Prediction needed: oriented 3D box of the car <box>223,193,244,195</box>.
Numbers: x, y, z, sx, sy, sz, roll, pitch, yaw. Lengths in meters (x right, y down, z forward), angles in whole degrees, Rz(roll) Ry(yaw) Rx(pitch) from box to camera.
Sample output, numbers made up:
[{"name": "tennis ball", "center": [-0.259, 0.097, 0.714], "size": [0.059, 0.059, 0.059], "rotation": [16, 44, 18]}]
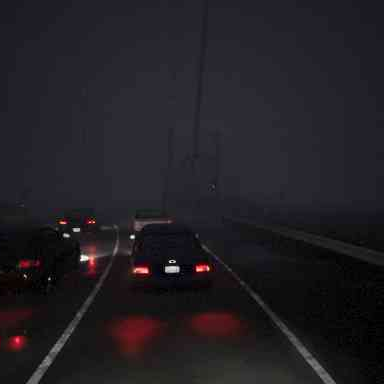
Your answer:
[{"name": "car", "center": [7.087, 1.221, 61.026], "size": [5.566, 2.045, 2.150], "rotation": [0, 0, -19]}]

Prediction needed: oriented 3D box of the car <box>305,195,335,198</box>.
[{"name": "car", "center": [26.155, 1.478, 67.913], "size": [5.008, 1.535, 1.882], "rotation": [0, 0, -22]}]

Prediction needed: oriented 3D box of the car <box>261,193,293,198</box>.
[{"name": "car", "center": [16.849, 1.221, 64.503], "size": [5.566, 2.045, 2.150], "rotation": [0, 0, -19]}]

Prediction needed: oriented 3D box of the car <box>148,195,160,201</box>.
[{"name": "car", "center": [-6.911, 1.352, 67.119], "size": [4.553, 1.767, 2.097], "rotation": [0, 0, -20]}]

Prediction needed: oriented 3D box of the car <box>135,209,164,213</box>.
[{"name": "car", "center": [-2.371, 1.601, 18.437], "size": [1.895, 1.301, 4.718], "rotation": [0, 0, -12]}]

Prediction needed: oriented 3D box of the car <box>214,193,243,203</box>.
[{"name": "car", "center": [7.523, 1.221, 68.544], "size": [5.566, 2.045, 2.150], "rotation": [0, 0, -20]}]

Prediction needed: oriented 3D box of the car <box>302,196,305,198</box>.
[{"name": "car", "center": [26.534, 1.540, 75.770], "size": [5.357, 1.411, 2.033], "rotation": [0, 0, -22]}]

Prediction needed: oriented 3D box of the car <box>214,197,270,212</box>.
[{"name": "car", "center": [5.697, 1.547, 38.010], "size": [5.357, 1.411, 2.033], "rotation": [0, 0, -20]}]

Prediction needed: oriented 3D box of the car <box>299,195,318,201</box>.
[{"name": "car", "center": [28.116, 1.552, 80.555], "size": [4.181, 1.385, 1.994], "rotation": [0, 0, -26]}]

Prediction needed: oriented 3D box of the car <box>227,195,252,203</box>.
[{"name": "car", "center": [10.478, 1.525, 73.319], "size": [4.902, 1.511, 2.128], "rotation": [0, 0, -20]}]

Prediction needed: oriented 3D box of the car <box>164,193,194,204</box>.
[{"name": "car", "center": [-2.580, 1.221, 64.986], "size": [5.566, 2.045, 2.150], "rotation": [0, 0, -20]}]

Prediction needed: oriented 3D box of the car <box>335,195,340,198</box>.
[{"name": "car", "center": [35.197, 1.525, 80.882], "size": [4.902, 1.511, 2.128], "rotation": [0, 0, -34]}]

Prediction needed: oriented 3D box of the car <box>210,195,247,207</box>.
[{"name": "car", "center": [5.157, 1.506, 41.536], "size": [4.892, 1.490, 1.837], "rotation": [0, 0, -20]}]

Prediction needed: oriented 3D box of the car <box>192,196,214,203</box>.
[{"name": "car", "center": [2.268, 1.552, 70.362], "size": [4.181, 1.385, 1.994], "rotation": [0, 0, -20]}]

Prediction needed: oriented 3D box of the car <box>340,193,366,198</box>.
[{"name": "car", "center": [35.695, 1.225, 72.841], "size": [5.566, 2.045, 2.150], "rotation": [0, 0, -30]}]

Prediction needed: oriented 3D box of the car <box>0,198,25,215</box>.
[{"name": "car", "center": [-19.061, 1.531, 32.811], "size": [4.674, 1.442, 1.812], "rotation": [0, 0, -20]}]

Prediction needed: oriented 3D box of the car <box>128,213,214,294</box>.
[{"name": "car", "center": [-0.693, 1.547, 8.936], "size": [2.033, 1.411, 5.357], "rotation": [0, 0, -7]}]

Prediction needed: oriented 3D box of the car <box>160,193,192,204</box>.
[{"name": "car", "center": [-2.674, 1.352, 57.525], "size": [4.553, 1.767, 2.097], "rotation": [0, 0, -20]}]

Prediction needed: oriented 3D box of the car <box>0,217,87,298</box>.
[{"name": "car", "center": [-4.208, 1.564, 8.494], "size": [1.994, 1.385, 4.181], "rotation": [0, 0, -6]}]

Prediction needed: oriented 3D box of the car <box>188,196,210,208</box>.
[{"name": "car", "center": [2.320, 1.601, 47.954], "size": [4.718, 1.301, 1.895], "rotation": [0, 0, -20]}]

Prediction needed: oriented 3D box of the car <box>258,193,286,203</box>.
[{"name": "car", "center": [17.275, 1.225, 72.048], "size": [5.566, 2.045, 2.150], "rotation": [0, 0, -20]}]

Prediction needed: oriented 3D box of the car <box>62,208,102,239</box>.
[{"name": "car", "center": [-5.685, 1.526, 17.104], "size": [1.812, 1.442, 4.674], "rotation": [0, 0, -13]}]

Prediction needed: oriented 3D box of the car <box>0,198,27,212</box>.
[{"name": "car", "center": [-22.266, 1.509, 39.097], "size": [4.892, 1.490, 1.837], "rotation": [0, 0, -20]}]
